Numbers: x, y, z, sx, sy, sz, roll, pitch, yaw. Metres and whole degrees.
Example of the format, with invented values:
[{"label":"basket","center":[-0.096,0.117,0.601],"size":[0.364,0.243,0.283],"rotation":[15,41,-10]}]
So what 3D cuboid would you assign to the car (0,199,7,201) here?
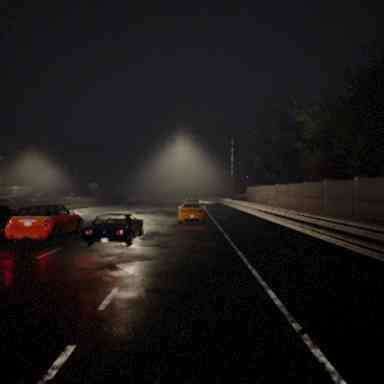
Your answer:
[{"label":"car","center":[-10.397,1.231,15.957],"size":[2.150,2.045,5.566],"rotation":[0,0,0]}]

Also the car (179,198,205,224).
[{"label":"car","center":[0.004,1.500,25.341],"size":[1.882,1.535,5.008],"rotation":[0,0,0]}]

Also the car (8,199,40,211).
[{"label":"car","center":[-21.061,1.622,41.899],"size":[1.994,1.385,4.181],"rotation":[0,0,0]}]

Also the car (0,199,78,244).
[{"label":"car","center":[-6.899,1.361,16.094],"size":[2.097,1.767,4.553],"rotation":[0,0,0]}]

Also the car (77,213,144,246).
[{"label":"car","center":[-3.397,1.609,15.194],"size":[1.895,1.301,4.718],"rotation":[0,0,0]}]

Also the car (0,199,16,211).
[{"label":"car","center":[-24.559,1.584,42.234],"size":[1.812,1.442,4.674],"rotation":[0,0,0]}]

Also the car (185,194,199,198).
[{"label":"car","center":[0.010,1.307,54.046],"size":[2.150,2.045,5.566],"rotation":[0,0,0]}]
